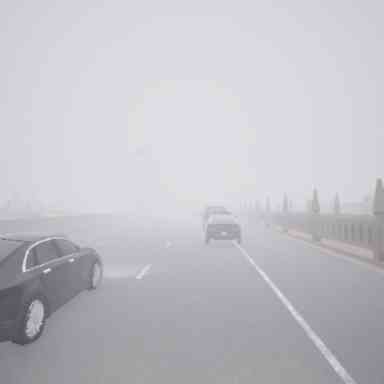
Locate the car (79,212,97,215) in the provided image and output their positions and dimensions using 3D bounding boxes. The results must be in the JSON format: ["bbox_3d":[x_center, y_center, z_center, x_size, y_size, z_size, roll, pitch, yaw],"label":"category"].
[{"bbox_3d":[-12.762,3.051,40.589,1.895,1.301,4.718,0,-3,2],"label":"car"}]

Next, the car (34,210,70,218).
[{"bbox_3d":[-16.296,2.878,39.595,1.882,1.535,5.008,0,-3,2],"label":"car"}]

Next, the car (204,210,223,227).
[{"bbox_3d":[2.196,2.700,34.782,1.882,1.535,5.008,0,-3,2],"label":"car"}]

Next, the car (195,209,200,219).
[{"bbox_3d":[1.790,3.614,54.479,1.812,1.442,4.674,0,-3,0],"label":"car"}]

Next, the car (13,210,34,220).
[{"bbox_3d":[-19.770,2.923,40.433,2.128,1.511,4.902,0,-3,2],"label":"car"}]

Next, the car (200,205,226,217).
[{"bbox_3d":[1.997,2.183,28.832,2.150,2.045,5.566,0,-3,2],"label":"car"}]

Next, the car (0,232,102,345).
[{"bbox_3d":[-3.204,1.538,6.399,1.837,1.490,4.892,0,-1,2],"label":"car"}]

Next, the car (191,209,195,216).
[{"bbox_3d":[1.084,4.227,69.063,1.994,1.385,4.181,0,-3,-9],"label":"car"}]

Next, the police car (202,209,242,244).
[{"bbox_3d":[1.666,1.948,18.919,1.930,1.638,5.238,0,-3,2],"label":"police car"}]
